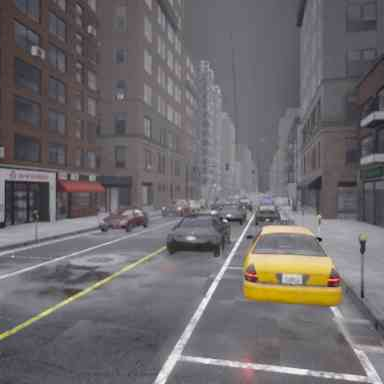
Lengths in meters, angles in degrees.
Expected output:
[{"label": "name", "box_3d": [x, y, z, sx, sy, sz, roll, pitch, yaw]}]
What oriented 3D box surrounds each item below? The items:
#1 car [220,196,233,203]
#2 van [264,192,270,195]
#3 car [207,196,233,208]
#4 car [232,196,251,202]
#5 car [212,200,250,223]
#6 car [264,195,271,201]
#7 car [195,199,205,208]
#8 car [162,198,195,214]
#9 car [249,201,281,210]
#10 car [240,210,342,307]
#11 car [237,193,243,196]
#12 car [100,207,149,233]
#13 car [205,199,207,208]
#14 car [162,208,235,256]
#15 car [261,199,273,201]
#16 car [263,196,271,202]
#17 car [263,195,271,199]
[{"label": "car", "box_3d": [7.004, 1.503, 67.425, 2.008, 1.369, 4.403, 0, 0, 13]}, {"label": "van", "box_3d": [14.834, 1.309, 65.669, 1.690, 1.788, 3.998, 0, 0, 13]}, {"label": "car", "box_3d": [3.599, 1.323, 40.506, 2.097, 1.767, 4.553, 0, 0, 13]}, {"label": "car", "box_3d": [6.207, 1.503, 39.405, 1.812, 1.442, 4.674, 0, 0, 13]}, {"label": "car", "box_3d": [2.935, 1.549, 24.417, 1.994, 1.385, 4.181, 0, 0, 13]}, {"label": "car", "box_3d": [19.832, 1.534, 87.837, 1.802, 1.307, 4.206, 0, 0, 13]}, {"label": "car", "box_3d": [-0.203, 1.495, 35.457, 1.752, 1.417, 4.829, 0, 0, 13]}, {"label": "car", "box_3d": [-1.379, 1.412, 30.240, 1.967, 1.590, 4.097, 0, 0, 13]}, {"label": "car", "box_3d": [5.237, 1.540, 23.099, 2.008, 1.369, 4.403, 0, 0, 13]}, {"label": "car", "box_3d": [2.268, 1.454, 8.163, 1.801, 1.575, 5.366, 0, 0, 13]}, {"label": "car", "box_3d": [11.965, 1.463, 89.430, 1.752, 1.417, 4.829, 0, 0, 13]}, {"label": "car", "box_3d": [-3.807, 1.559, 19.473, 1.802, 1.307, 4.206, 0, 0, 13]}, {"label": "car", "box_3d": [1.048, 1.517, 41.007, 2.008, 1.369, 4.403, 0, 0, 13]}, {"label": "car", "box_3d": [0.411, 1.552, 13.235, 1.994, 1.385, 4.181, 0, 0, 13]}, {"label": "car", "box_3d": [6.451, 1.569, 28.483, 1.802, 1.307, 4.206, 0, 0, 13]}, {"label": "car", "box_3d": [17.333, 1.544, 76.753, 1.802, 1.307, 4.206, 0, 0, 13]}, {"label": "car", "box_3d": [7.665, 1.424, 33.867, 1.967, 1.590, 4.097, 0, 0, 13]}]
